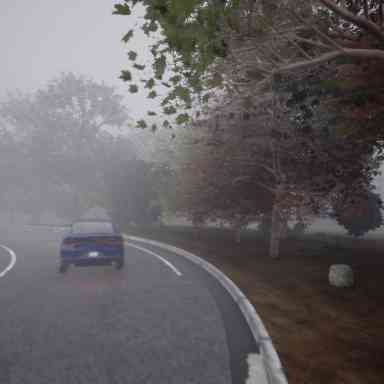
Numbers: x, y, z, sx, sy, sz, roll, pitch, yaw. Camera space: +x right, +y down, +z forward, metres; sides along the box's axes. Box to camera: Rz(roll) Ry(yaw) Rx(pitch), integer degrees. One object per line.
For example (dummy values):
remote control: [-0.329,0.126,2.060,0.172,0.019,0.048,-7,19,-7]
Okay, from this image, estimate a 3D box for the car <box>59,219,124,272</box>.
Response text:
car: [-3.560,1.675,11.699,1.882,1.535,5.008,1,-2,-19]
